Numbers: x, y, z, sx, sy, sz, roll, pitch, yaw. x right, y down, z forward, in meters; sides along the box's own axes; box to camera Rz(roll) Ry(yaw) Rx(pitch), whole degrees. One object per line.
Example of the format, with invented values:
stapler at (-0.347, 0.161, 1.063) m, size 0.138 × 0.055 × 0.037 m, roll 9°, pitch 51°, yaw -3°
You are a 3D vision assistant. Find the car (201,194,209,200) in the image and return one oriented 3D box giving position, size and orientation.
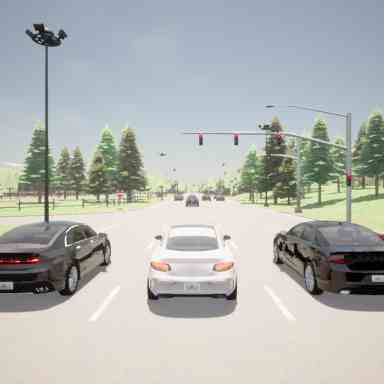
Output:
car at (3.612, 1.372, 93.183) m, size 2.033 × 1.411 × 5.357 m, roll 0°, pitch 0°, yaw 0°

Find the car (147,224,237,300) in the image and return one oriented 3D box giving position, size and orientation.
car at (0.016, 1.526, 8.252) m, size 1.812 × 1.442 × 4.674 m, roll 0°, pitch 0°, yaw 0°

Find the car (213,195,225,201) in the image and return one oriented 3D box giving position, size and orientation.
car at (7.100, 1.517, 82.759) m, size 2.128 × 1.511 × 4.902 m, roll 0°, pitch 0°, yaw 0°

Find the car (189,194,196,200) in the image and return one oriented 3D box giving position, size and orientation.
car at (0.112, 1.332, 93.188) m, size 1.837 × 1.490 × 4.892 m, roll 0°, pitch 0°, yaw 0°

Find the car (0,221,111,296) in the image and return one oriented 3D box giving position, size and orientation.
car at (-3.479, 1.505, 8.646) m, size 1.837 × 1.490 × 4.892 m, roll 0°, pitch 0°, yaw 0°

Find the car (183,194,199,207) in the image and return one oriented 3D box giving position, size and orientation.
car at (0.063, 1.352, 52.125) m, size 2.097 × 1.767 × 4.553 m, roll 0°, pitch 0°, yaw 0°

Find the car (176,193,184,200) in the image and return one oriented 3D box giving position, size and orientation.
car at (-3.388, 1.188, 93.162) m, size 2.097 × 1.767 × 4.553 m, roll 0°, pitch 0°, yaw 0°

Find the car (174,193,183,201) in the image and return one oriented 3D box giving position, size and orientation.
car at (-3.400, 1.544, 83.155) m, size 1.994 × 1.385 × 4.181 m, roll 0°, pitch 0°, yaw 0°

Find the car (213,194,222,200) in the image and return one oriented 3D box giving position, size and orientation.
car at (7.112, 1.385, 93.179) m, size 1.994 × 1.385 × 4.181 m, roll 0°, pitch 0°, yaw 0°

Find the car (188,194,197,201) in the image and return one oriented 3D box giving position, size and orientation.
car at (0.100, 1.348, 83.154) m, size 2.097 × 1.767 × 4.553 m, roll 0°, pitch 0°, yaw 0°

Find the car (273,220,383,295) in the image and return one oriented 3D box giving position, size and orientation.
car at (3.522, 1.478, 8.743) m, size 1.882 × 1.535 × 5.008 m, roll 0°, pitch 0°, yaw 0°

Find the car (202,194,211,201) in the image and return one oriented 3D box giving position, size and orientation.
car at (3.600, 1.348, 83.150) m, size 2.097 × 1.767 × 4.553 m, roll 0°, pitch 0°, yaw 0°
